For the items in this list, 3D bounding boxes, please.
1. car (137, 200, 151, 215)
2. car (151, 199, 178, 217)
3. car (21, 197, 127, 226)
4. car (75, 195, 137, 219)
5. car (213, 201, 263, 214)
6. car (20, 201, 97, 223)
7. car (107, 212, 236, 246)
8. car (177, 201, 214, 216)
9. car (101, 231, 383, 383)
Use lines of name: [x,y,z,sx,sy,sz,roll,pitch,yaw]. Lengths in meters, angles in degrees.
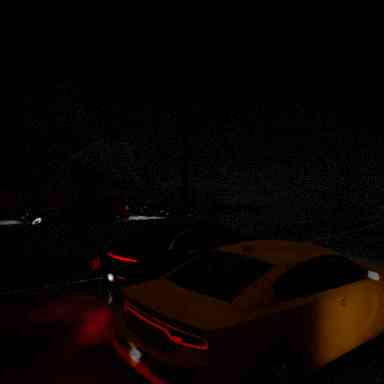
car: [-3.674,1.437,33.310,1.882,1.535,5.008,0,0,41]
car: [-1.342,1.523,30.698,1.994,1.385,4.181,0,0,42]
car: [-5.985,1.339,16.857,4.553,1.767,2.097,0,0,-36]
car: [-6.635,1.204,20.809,5.566,2.045,2.150,0,0,-38]
car: [3.933,1.519,26.097,1.994,1.385,4.181,0,0,42]
car: [-10.574,1.529,26.630,5.357,1.411,2.033,0,0,-38]
car: [0.210,1.493,8.374,4.892,1.490,1.837,-1,1,-38]
car: [1.521,1.501,28.625,2.033,1.411,5.357,0,0,41]
car: [1.384,1.468,4.875,5.008,1.535,1.882,-1,0,-38]
